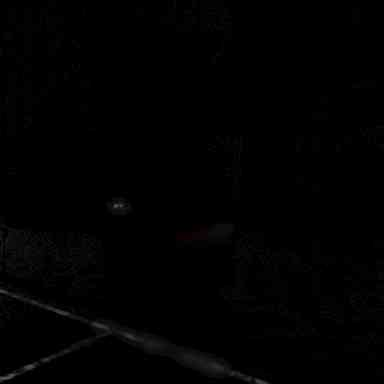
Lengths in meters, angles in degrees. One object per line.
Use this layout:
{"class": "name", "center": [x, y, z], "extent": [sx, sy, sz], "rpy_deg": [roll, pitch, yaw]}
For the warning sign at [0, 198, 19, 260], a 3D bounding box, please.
{"class": "warning sign", "center": [-6.243, 1.125, 10.239], "extent": [1.060, 1.860, 1.300], "rpy_deg": [0, 0, 35]}
